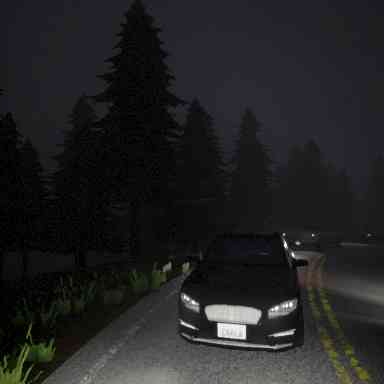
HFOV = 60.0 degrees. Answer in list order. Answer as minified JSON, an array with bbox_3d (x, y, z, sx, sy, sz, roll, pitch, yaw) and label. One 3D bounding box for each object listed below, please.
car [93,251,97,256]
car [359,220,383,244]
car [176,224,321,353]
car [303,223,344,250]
[{"bbox_3d":[-20.287,13.650,72.956,4.181,1.381,1.994,-2,-5,31],"label":"car"},{"bbox_3d":[15.796,3.221,26.441,5.566,2.045,2.150,8,-8,-28],"label":"car"},{"bbox_3d":[1.131,1.561,6.594,2.128,1.511,4.902,-1,-2,15],"label":"car"},{"bbox_3d":[6.476,2.306,17.665,1.895,1.301,4.718,-3,-6,39],"label":"car"}]
